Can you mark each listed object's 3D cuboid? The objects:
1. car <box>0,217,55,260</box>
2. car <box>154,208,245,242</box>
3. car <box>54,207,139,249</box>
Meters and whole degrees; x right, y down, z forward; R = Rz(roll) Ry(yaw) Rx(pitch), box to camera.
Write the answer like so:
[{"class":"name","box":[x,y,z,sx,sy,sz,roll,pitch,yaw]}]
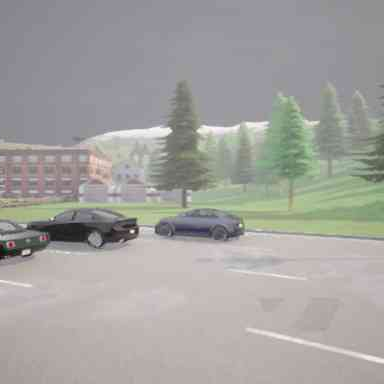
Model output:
[{"class":"car","box":[-7.146,1.550,10.882,4.718,1.301,1.895,0,0,20]},{"class":"car","box":[0.336,1.443,15.536,4.181,1.385,1.994,0,0,26]},{"class":"car","box":[-4.625,1.392,13.875,5.008,1.535,1.882,0,0,22]}]
